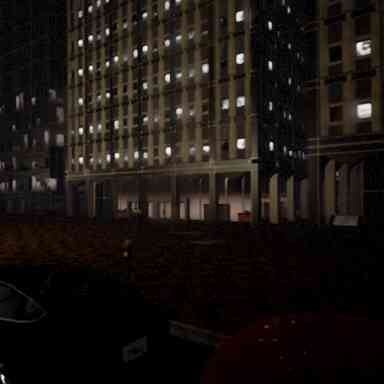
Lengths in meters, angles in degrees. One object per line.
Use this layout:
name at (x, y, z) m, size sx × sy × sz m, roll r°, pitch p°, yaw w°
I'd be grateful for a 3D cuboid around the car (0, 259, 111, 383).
car at (-2.252, 1.604, 4.484) m, size 4.313 × 1.339 × 1.947 m, roll -1°, pitch 0°, yaw 36°

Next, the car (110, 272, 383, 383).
car at (2.242, 1.305, 1.280) m, size 5.009 × 1.841 × 2.192 m, roll -1°, pitch 0°, yaw 36°
